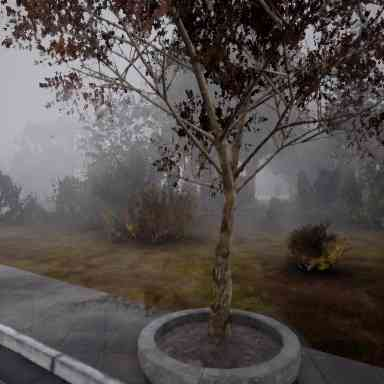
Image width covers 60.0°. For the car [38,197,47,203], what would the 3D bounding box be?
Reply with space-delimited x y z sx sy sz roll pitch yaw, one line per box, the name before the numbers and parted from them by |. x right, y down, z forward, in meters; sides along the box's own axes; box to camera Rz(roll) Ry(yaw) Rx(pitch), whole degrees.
car | -21.475 1.232 44.941 1.994 1.385 4.181 1 0 32

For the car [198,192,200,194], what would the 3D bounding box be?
car | 0.903 0.971 60.271 2.150 2.045 5.566 1 0 32
